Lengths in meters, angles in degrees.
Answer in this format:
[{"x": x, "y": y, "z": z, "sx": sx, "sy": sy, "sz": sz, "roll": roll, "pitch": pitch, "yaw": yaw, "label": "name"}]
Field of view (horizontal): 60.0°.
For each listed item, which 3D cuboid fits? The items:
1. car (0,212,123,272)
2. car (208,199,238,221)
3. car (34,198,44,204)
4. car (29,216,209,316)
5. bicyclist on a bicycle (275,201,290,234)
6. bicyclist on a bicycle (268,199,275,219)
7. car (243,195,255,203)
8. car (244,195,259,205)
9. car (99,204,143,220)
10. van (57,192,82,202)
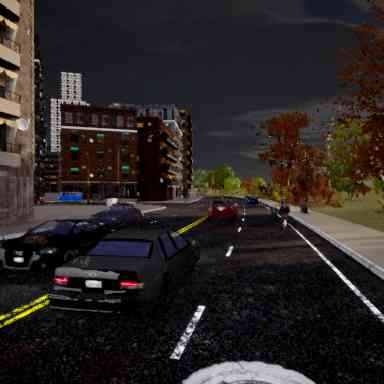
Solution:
[{"x": -4.073, "y": 1.564, "z": 10.521, "sx": 1.994, "sy": 1.385, "sz": 4.181, "roll": 0, "pitch": 0, "yaw": 12, "label": "car"}, {"x": 2.566, "y": 1.346, "z": 26.956, "sx": 2.097, "sy": 1.767, "sz": 4.553, "roll": 0, "pitch": 0, "yaw": 10, "label": "car"}, {"x": -23.195, "y": 1.112, "z": 47.091, "sx": 4.206, "sy": 1.307, "sz": 1.802, "roll": 1, "pitch": -1, "yaw": -21, "label": "car"}, {"x": -1.095, "y": 1.547, "z": 7.879, "sx": 2.033, "sy": 1.411, "sz": 5.357, "roll": 0, "pitch": 0, "yaw": 12, "label": "car"}, {"x": 5.118, "y": 1.366, "z": 18.430, "sx": 0.659, "sy": 1.776, "sz": 1.843, "roll": 0, "pitch": 0, "yaw": 11, "label": "bicyclist on a bicycle"}, {"x": 6.925, "y": 1.428, "z": 28.162, "sx": 0.866, "sy": 1.612, "sz": 1.509, "roll": 0, "pitch": 0, "yaw": 10, "label": "bicyclist on a bicycle"}, {"x": 12.265, "y": 1.484, "z": 71.957, "sx": 2.128, "sy": 1.511, "sz": 4.902, "roll": 0, "pitch": 0, "yaw": 6, "label": "car"}, {"x": 10.825, "y": 1.534, "z": 59.409, "sx": 1.994, "sy": 1.385, "sz": 4.181, "roll": 0, "pitch": 0, "yaw": 8, "label": "car"}, {"x": -4.990, "y": 1.546, "z": 22.748, "sx": 2.033, "sy": 1.411, "sz": 5.357, "roll": 0, "pitch": 0, "yaw": 11, "label": "car"}, {"x": -20.780, "y": 0.889, "z": 56.959, "sx": 3.998, "sy": 1.788, "sz": 1.690, "roll": 1, "pitch": -1, "yaw": -21, "label": "van"}]
